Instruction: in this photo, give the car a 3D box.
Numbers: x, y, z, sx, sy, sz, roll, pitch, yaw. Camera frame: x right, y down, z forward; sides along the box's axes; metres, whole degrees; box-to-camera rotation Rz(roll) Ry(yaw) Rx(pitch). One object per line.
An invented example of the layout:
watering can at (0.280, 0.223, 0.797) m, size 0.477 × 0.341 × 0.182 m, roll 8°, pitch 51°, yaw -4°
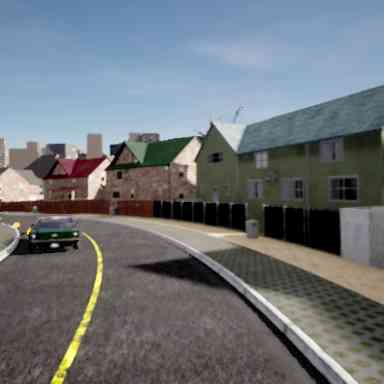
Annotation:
car at (-5.891, 1.697, 14.387) m, size 1.895 × 1.301 × 4.718 m, roll -1°, pitch 0°, yaw -22°
